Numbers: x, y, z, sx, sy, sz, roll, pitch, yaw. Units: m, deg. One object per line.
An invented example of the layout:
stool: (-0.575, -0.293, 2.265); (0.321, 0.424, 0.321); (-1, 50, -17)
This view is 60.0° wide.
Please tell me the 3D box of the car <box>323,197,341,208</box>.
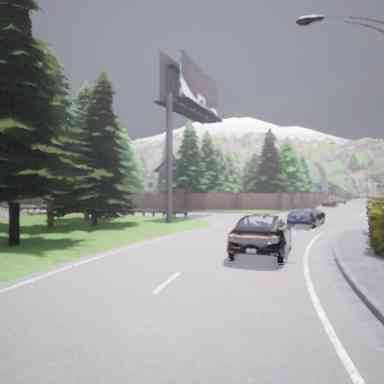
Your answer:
car: (23.337, 1.918, 56.511); (2.033, 1.411, 5.357); (0, 0, 31)

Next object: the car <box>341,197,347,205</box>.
car: (31.462, 1.881, 70.267); (1.812, 1.442, 4.674); (0, 0, 30)

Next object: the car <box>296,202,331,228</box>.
car: (8.165, 1.693, 23.656); (2.033, 1.411, 5.357); (0, 0, 31)

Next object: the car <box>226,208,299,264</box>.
car: (2.613, 1.572, 12.262); (2.128, 1.511, 4.902); (0, 0, 20)
